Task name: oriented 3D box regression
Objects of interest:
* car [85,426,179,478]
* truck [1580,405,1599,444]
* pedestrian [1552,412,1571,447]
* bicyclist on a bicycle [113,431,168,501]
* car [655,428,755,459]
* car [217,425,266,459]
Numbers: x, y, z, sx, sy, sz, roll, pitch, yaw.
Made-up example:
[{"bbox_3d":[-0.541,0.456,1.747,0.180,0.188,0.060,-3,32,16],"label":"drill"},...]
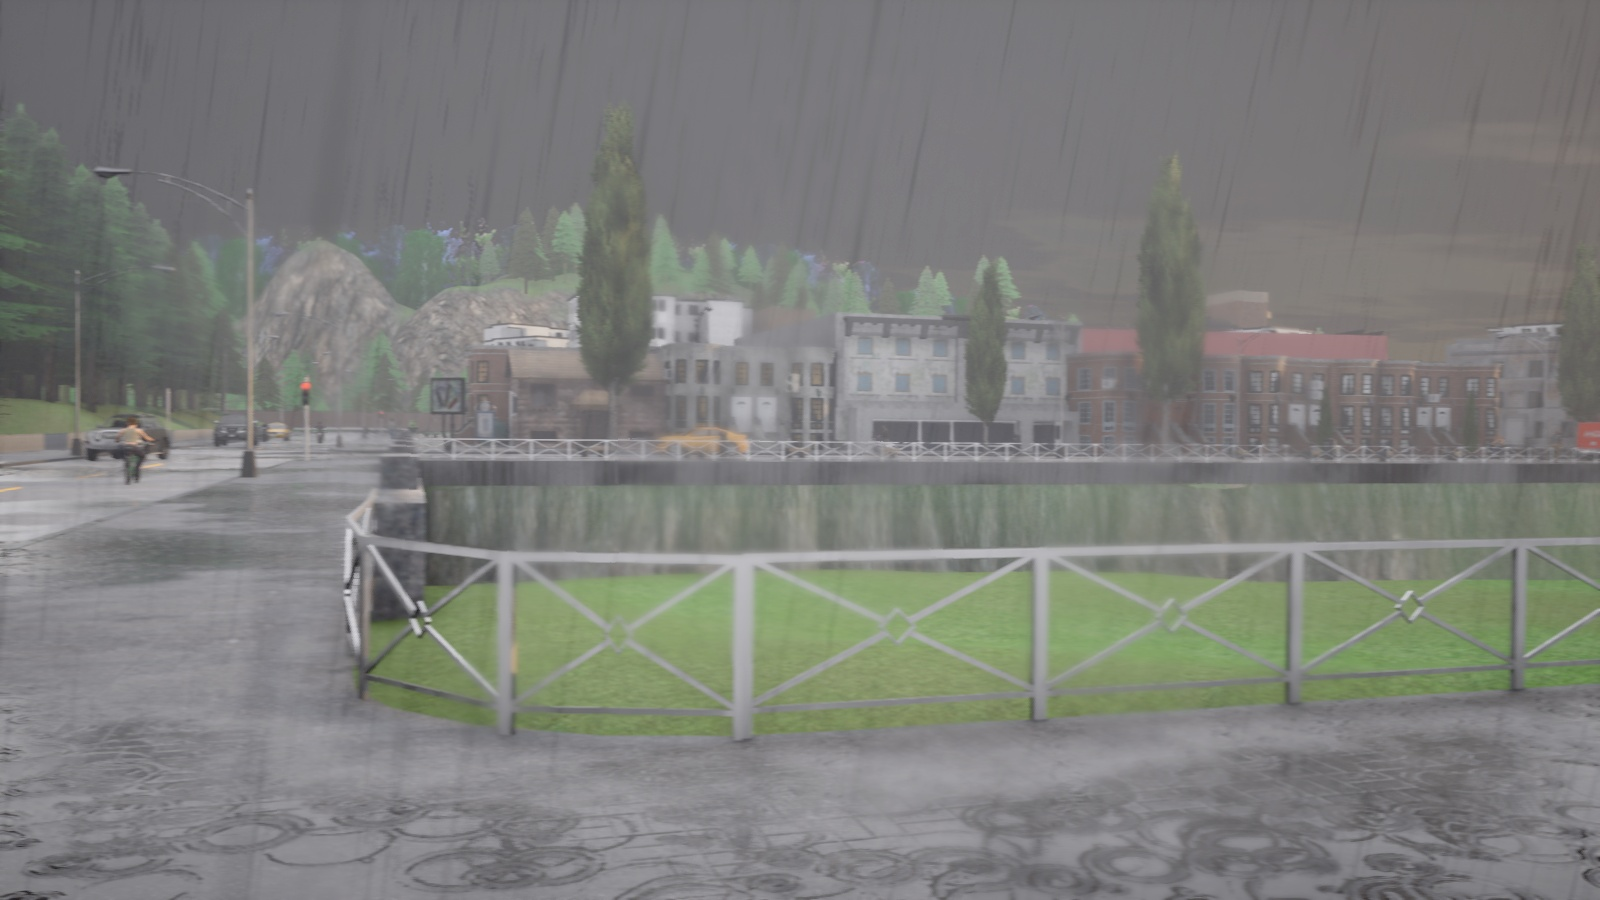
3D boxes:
[{"bbox_3d":[-25.276,0.026,47.674,1.932,1.855,4.605,-1,1,-12],"label":"car"},{"bbox_3d":[53.112,-1.656,80.391,5.204,2.467,2.627,-1,1,-17],"label":"truck"},{"bbox_3d":[41.195,-1.117,67.919,0.694,1.848,0.540,-1,1,-20],"label":"pedestrian"},{"bbox_3d":[-15.845,0.360,30.208,0.866,1.612,1.509,-1,1,-17],"label":"bicyclist on a bicycle"},{"bbox_3d":[-5.038,-0.357,66.746,5.008,1.535,1.882,-1,1,-17],"label":"car"},{"bbox_3d":[-34.782,-0.518,78.329,2.150,2.045,5.566,-1,1,-18],"label":"car"}]
